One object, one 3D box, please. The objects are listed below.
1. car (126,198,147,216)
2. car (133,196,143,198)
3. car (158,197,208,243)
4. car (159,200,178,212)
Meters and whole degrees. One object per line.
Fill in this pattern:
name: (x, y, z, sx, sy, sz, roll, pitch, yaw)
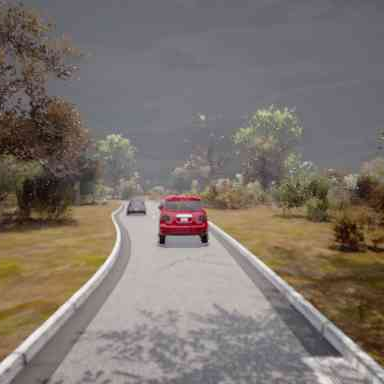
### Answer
car: (-5.589, 1.587, 33.659, 1.994, 1.385, 4.181, 0, 0, -9)
car: (-7.361, 1.381, 45.342, 2.097, 1.767, 4.553, 0, 0, -9)
car: (-0.486, 1.232, 16.387, 2.150, 2.045, 5.566, 0, 0, -4)
car: (-2.884, 1.627, 39.428, 1.895, 1.301, 4.718, 0, 0, -8)
